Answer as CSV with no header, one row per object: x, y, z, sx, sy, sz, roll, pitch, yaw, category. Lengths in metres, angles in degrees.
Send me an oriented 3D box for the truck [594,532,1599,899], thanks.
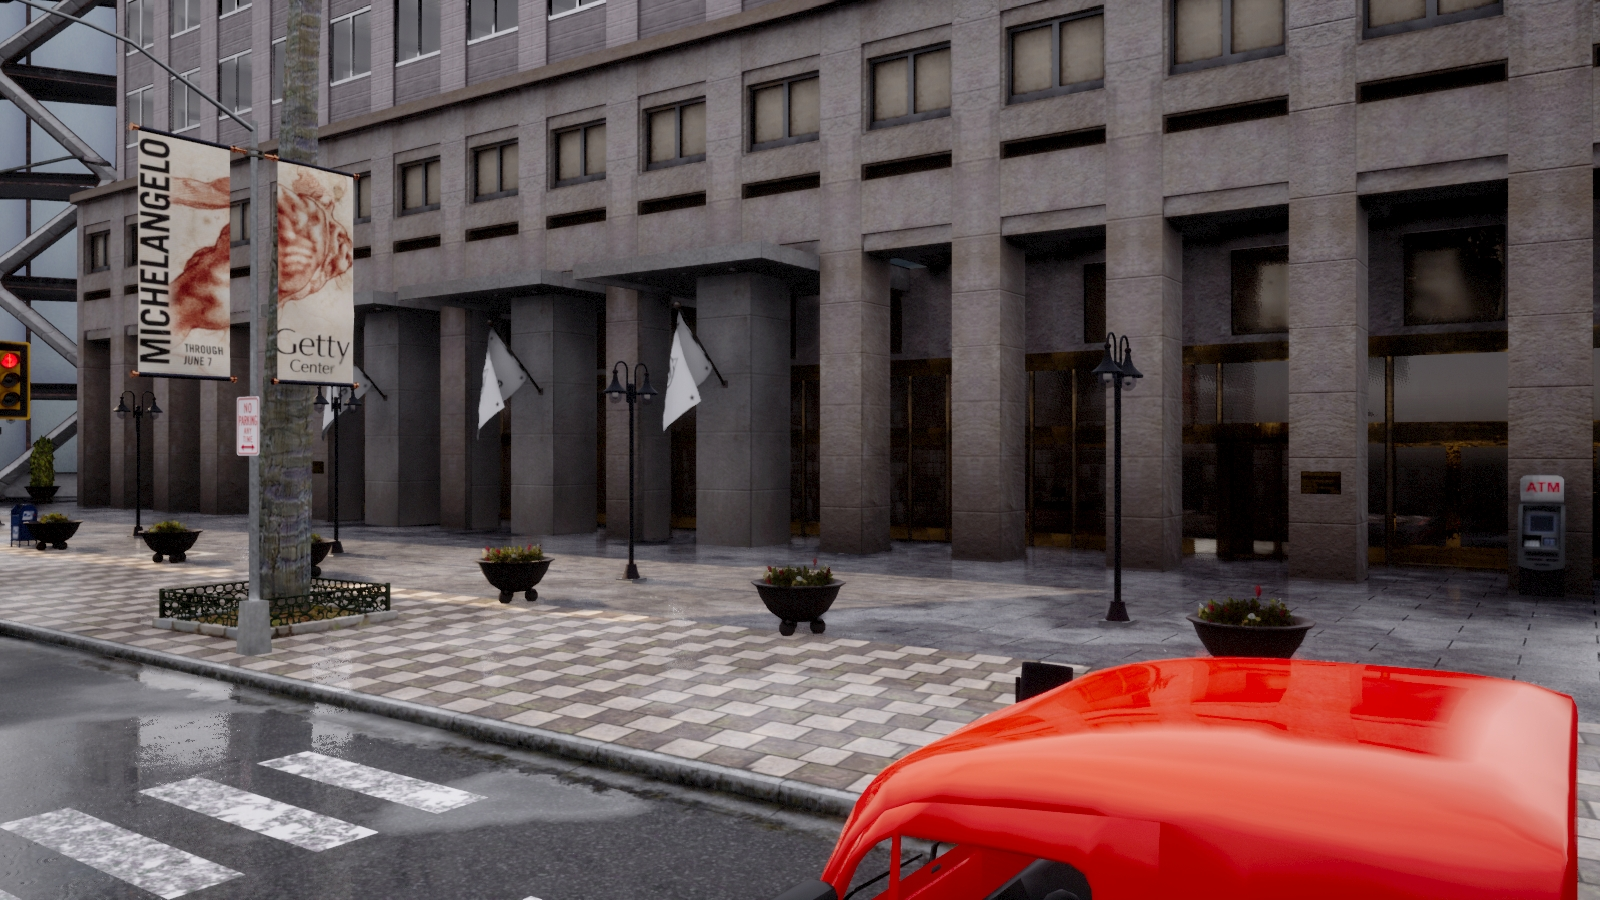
2.439,1.568,2.094,5.204,2.467,2.627,0,0,35,truck
